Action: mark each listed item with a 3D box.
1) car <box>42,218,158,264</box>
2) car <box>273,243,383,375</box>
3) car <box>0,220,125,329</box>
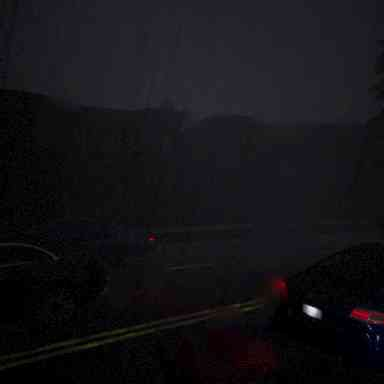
[{"bbox_3d":[-3.700,1.489,9.687,5.357,1.411,2.033,0,0,-31],"label":"car"},{"bbox_3d":[3.361,1.539,5.297,4.181,1.385,1.994,0,0,-27],"label":"car"},{"bbox_3d":[-3.834,1.456,5.332,4.902,1.511,2.128,0,0,-33],"label":"car"}]
